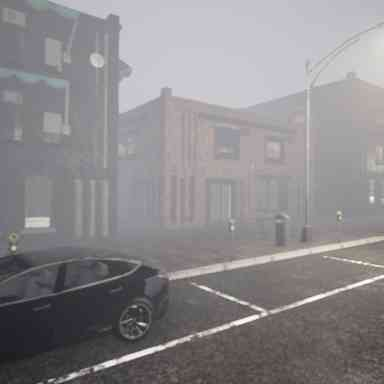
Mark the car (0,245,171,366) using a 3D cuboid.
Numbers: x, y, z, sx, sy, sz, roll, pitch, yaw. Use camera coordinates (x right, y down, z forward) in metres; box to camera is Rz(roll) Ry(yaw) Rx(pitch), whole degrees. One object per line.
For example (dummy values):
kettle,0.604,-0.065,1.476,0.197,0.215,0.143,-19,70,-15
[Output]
car,-2.339,1.562,4.878,4.313,1.339,1.947,0,1,-36
